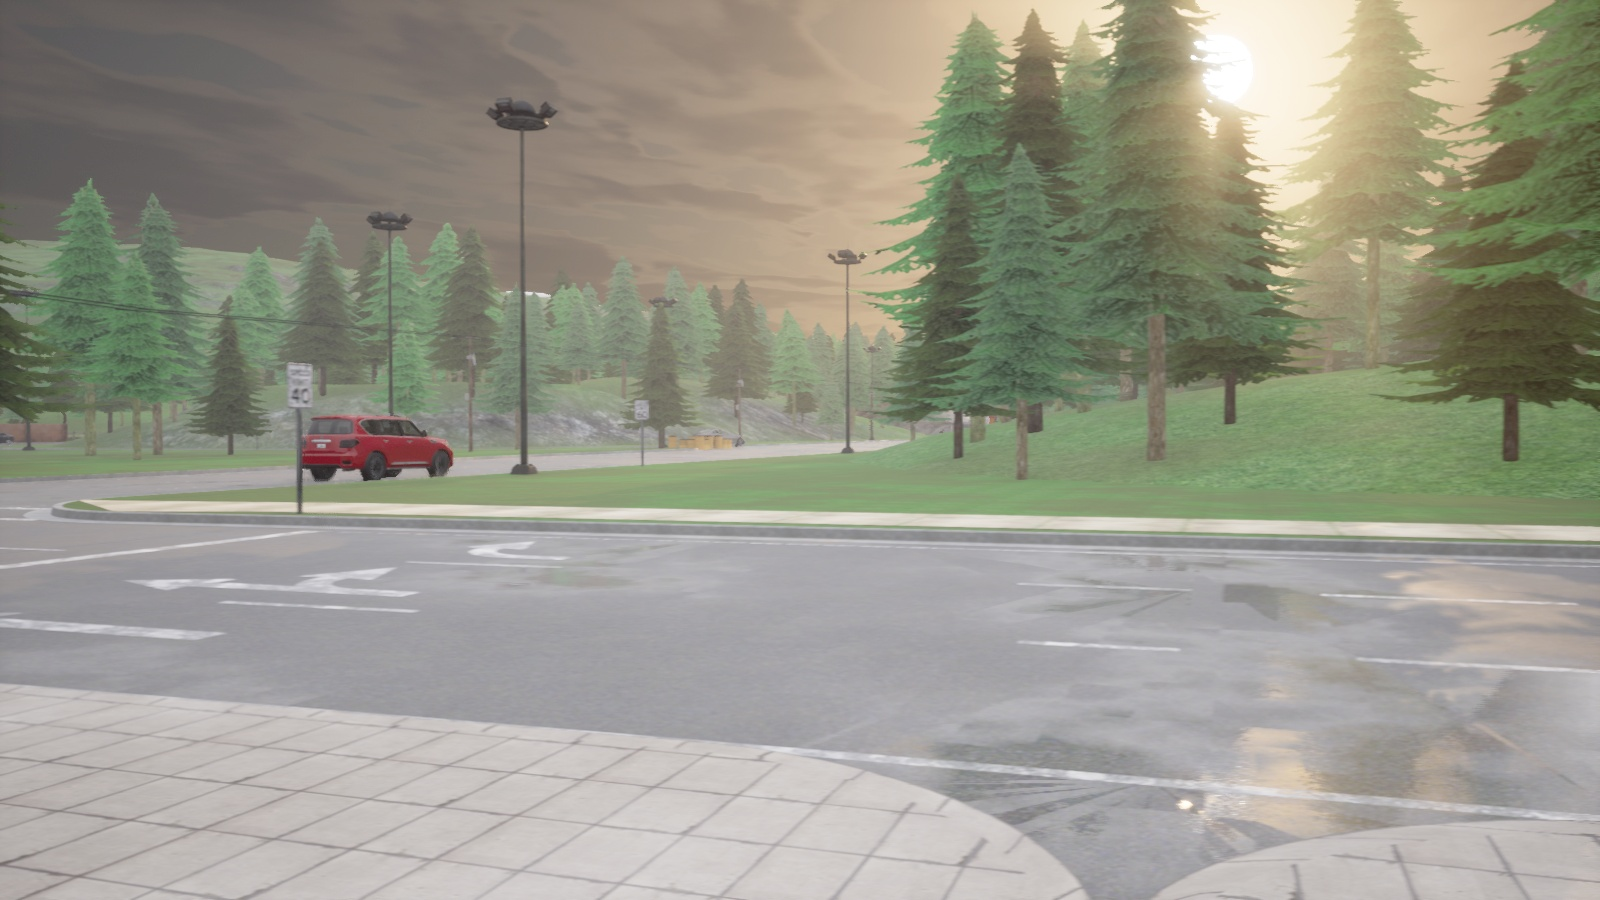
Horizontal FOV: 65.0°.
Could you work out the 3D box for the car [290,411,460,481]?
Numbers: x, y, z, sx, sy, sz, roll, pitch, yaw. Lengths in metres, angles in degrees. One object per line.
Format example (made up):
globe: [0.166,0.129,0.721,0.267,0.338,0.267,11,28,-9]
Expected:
car: [-13.351,-0.173,39.922,2.150,2.045,5.566,1,1,19]
